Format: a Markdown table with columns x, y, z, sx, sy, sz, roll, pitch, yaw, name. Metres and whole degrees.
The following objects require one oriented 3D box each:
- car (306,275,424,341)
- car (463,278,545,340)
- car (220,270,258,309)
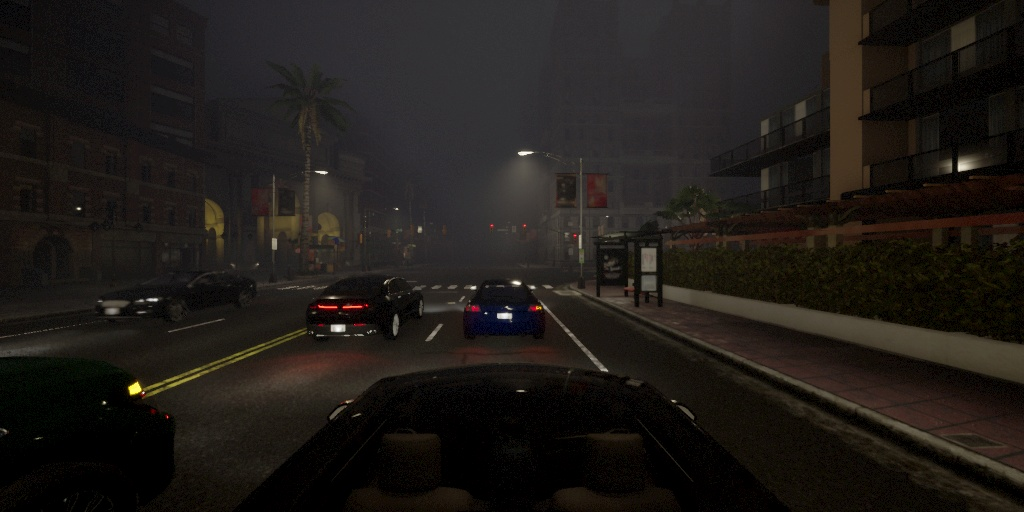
| x | y | z | sx | sy | sz | roll | pitch | yaw | name |
| --- | --- | --- | --- | --- | --- | --- | --- | --- | --- |
| -3.725 | 1.255 | 9.879 | 1.837 | 1.490 | 4.892 | 0 | 0 | -3 | car |
| -0.236 | 1.314 | 10.035 | 1.994 | 1.385 | 4.181 | 0 | 0 | -2 | car |
| -10.982 | 1.241 | 12.219 | 2.128 | 1.511 | 4.902 | 0 | 0 | -2 | car |
